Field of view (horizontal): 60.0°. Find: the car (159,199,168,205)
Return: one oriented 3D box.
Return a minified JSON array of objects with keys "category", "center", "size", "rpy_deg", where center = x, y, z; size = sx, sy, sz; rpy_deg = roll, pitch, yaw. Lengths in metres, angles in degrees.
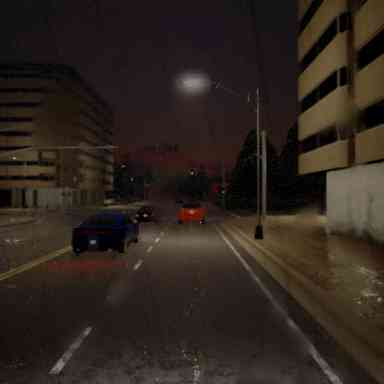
[{"category":"car","center":[-7.048,2.380,82.049],"size":[1.882,1.535,5.008],"rpy_deg":[0,-1,0]}]

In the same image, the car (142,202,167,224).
[{"category":"car","center":[-3.506,1.848,27.490],"size":[2.033,1.411,5.357],"rpy_deg":[0,0,0]}]

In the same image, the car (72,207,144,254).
[{"category":"car","center":[-3.486,1.635,14.235],"size":[1.882,1.535,5.008],"rpy_deg":[0,0,0]}]

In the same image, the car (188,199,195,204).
[{"category":"car","center":[-0.052,2.500,89.082],"size":[1.812,1.442,4.674],"rpy_deg":[0,-1,0]}]

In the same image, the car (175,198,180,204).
[{"category":"car","center":[-3.552,2.453,88.818],"size":[1.882,1.535,5.008],"rpy_deg":[0,-1,0]}]

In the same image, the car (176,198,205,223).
[{"category":"car","center":[0.007,1.661,28.405],"size":[2.097,1.767,4.553],"rpy_deg":[0,-1,0]}]
